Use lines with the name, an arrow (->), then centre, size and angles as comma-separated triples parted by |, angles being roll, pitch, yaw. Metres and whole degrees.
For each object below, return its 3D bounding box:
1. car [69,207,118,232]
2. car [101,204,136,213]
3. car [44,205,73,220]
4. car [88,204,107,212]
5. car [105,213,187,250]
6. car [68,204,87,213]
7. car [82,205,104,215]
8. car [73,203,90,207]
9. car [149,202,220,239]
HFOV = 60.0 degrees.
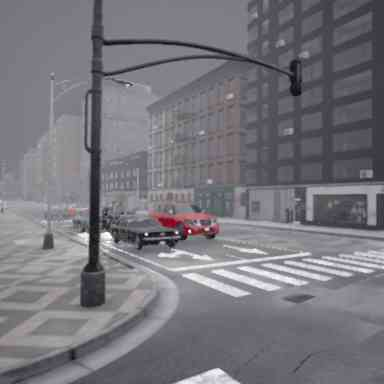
car -> -7.056, 1.977, 23.488 | 1.994, 1.385, 4.181 | 1, -2, -31
car -> -5.933, 2.020, 27.819 | 2.128, 1.511, 4.902 | 1, -2, -32
car -> -14.322, 2.145, 35.132 | 1.812, 1.442, 4.674 | 1, -1, -32
car -> -16.238, 2.717, 56.754 | 1.895, 1.301, 4.718 | 1, -2, -32
car -> -2.386, 1.880, 15.986 | 1.895, 1.301, 4.718 | 1, -2, -31
car -> -18.995, 2.647, 55.033 | 1.895, 1.301, 4.718 | 1, -2, -32
car -> -14.076, 2.512, 47.221 | 1.895, 1.301, 4.718 | 1, -2, -31
car -> -12.943, 2.080, 39.079 | 2.097, 1.767, 4.553 | 1, -2, -32
car -> -0.671, 1.601, 19.408 | 2.150, 2.045, 5.566 | 1, -2, -32
